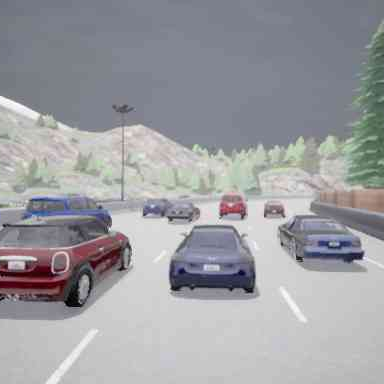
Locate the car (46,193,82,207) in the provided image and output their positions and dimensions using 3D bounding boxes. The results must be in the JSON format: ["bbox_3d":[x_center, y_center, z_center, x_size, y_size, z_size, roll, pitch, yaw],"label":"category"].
[{"bbox_3d":[-19.555,1.214,51.181,2.150,2.045,5.566,0,0,18],"label":"car"}]

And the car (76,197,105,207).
[{"bbox_3d":[-15.684,1.521,51.677,1.812,1.442,4.674,0,0,19],"label":"car"}]

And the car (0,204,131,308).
[{"bbox_3d":[-2.999,1.350,8.139,2.097,1.767,4.553,0,0,5],"label":"car"}]

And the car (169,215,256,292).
[{"bbox_3d":[0.583,1.566,9.030,1.994,1.385,4.181,0,0,5],"label":"car"}]

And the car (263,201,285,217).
[{"bbox_3d":[7.744,1.534,31.381,1.812,1.442,4.674,0,0,14],"label":"car"}]

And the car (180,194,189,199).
[{"bbox_3d":[-2.225,1.241,88.922,1.882,1.535,5.008,0,0,30],"label":"car"}]

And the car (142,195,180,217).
[{"bbox_3d":[-3.010,1.354,31.426,2.097,1.767,4.553,0,0,13],"label":"car"}]

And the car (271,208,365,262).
[{"bbox_3d":[4.376,1.552,12.109,2.033,1.411,5.357,0,0,6],"label":"car"}]

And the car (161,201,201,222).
[{"bbox_3d":[-0.559,1.550,26.322,2.033,1.411,5.357,0,0,11],"label":"car"}]

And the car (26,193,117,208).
[{"bbox_3d":[-5.734,1.220,15.874,2.150,2.045,5.566,0,0,7],"label":"car"}]

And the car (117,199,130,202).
[{"bbox_3d":[-9.973,1.600,46.703,1.895,1.301,4.718,0,0,18],"label":"car"}]

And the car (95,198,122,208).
[{"bbox_3d":[-12.481,1.562,50.204,1.994,1.385,4.181,0,0,18],"label":"car"}]

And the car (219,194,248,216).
[{"bbox_3d":[3.795,1.228,29.982,2.150,2.045,5.566,0,0,13],"label":"car"}]
